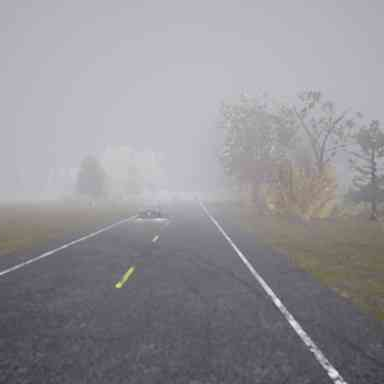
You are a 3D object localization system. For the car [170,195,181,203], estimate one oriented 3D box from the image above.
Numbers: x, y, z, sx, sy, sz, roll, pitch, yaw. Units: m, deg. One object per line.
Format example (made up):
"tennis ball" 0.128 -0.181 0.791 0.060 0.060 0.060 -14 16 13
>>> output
"car" -3.523 1.349 72.107 2.097 1.767 4.553 0 0 0

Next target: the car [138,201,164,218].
"car" -3.597 1.536 30.177 1.812 1.442 4.674 0 0 0

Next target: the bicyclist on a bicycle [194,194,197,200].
"bicyclist on a bicycle" 0.929 1.439 88.949 0.866 1.612 1.509 0 0 0

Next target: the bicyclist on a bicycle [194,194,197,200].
"bicyclist on a bicycle" 0.933 1.442 79.950 0.866 1.612 1.509 0 0 0
